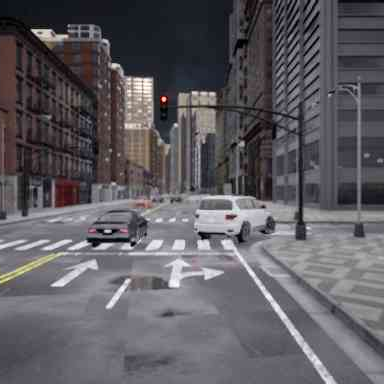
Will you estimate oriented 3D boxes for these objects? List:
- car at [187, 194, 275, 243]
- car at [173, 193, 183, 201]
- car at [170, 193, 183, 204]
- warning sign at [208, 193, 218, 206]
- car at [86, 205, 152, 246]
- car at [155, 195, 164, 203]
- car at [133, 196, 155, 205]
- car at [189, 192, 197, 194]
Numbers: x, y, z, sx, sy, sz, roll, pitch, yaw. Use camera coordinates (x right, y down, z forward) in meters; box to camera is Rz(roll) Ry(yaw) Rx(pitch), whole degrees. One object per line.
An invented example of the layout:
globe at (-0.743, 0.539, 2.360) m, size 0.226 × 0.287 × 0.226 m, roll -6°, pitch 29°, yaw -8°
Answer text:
car at (2.209, 1.203, 16.297) m, size 2.150 × 2.045 × 5.566 m, roll -1°, pitch 0°, yaw 31°
car at (-3.104, 1.104, 73.295) m, size 2.097 × 1.767 × 4.553 m, roll 0°, pitch 0°, yaw 0°
car at (-3.082, 1.391, 62.991) m, size 1.837 × 1.490 × 4.892 m, roll 0°, pitch 0°, yaw 1°
warning sign at (2.941, 1.038, 46.800) m, size 1.300 × 1.860 × 1.060 m, roll 0°, pitch 0°, yaw 0°
car at (-3.150, 1.528, 15.042) m, size 2.033 × 1.411 × 5.357 m, roll 0°, pitch 0°, yaw 0°
car at (-6.406, 1.392, 63.488) m, size 1.837 × 1.490 × 4.892 m, roll 0°, pitch 0°, yaw 1°
car at (-6.506, 1.281, 44.025) m, size 2.097 × 1.767 × 4.553 m, roll 0°, pitch 0°, yaw 0°
car at (0.172, 1.107, 62.816) m, size 2.150 × 2.045 × 5.566 m, roll 0°, pitch 0°, yaw 0°
